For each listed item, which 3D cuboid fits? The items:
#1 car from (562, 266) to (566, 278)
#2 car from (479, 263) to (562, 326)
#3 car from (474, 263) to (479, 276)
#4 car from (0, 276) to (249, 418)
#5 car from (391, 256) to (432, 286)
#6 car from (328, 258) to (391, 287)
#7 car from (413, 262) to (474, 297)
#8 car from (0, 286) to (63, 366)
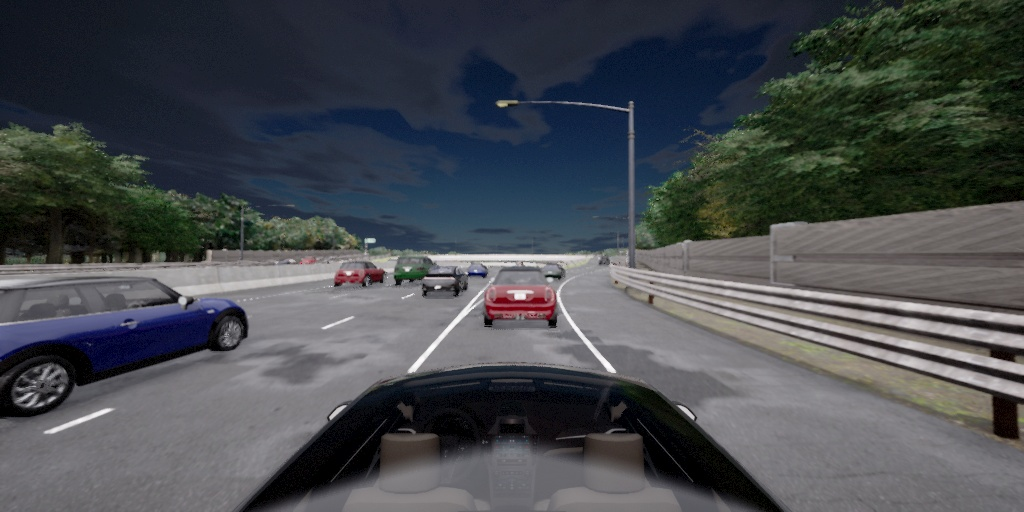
[{"bbox_3d":[3.767,1.404,32.639,1.994,1.385,4.181,-1,-1,15],"label":"car"},{"bbox_3d":[0.315,1.121,11.870,2.097,1.767,4.553,0,0,2],"label":"car"},{"bbox_3d":[-3.510,1.417,36.577,1.994,1.385,4.181,0,0,0],"label":"car"},{"bbox_3d":[-6.902,1.111,6.091,2.097,1.767,4.553,0,0,0],"label":"car"},{"bbox_3d":[-6.907,1.026,26.306,2.150,2.045,5.566,0,0,0],"label":"car"},{"bbox_3d":[-10.407,1.153,24.968,2.097,1.767,4.553,0,0,0],"label":"car"},{"bbox_3d":[-3.505,1.279,19.371,2.128,1.511,4.902,0,0,0],"label":"car"},{"bbox_3d":[-10.401,1.322,5.421,1.994,1.385,4.181,0,0,0],"label":"car"}]
